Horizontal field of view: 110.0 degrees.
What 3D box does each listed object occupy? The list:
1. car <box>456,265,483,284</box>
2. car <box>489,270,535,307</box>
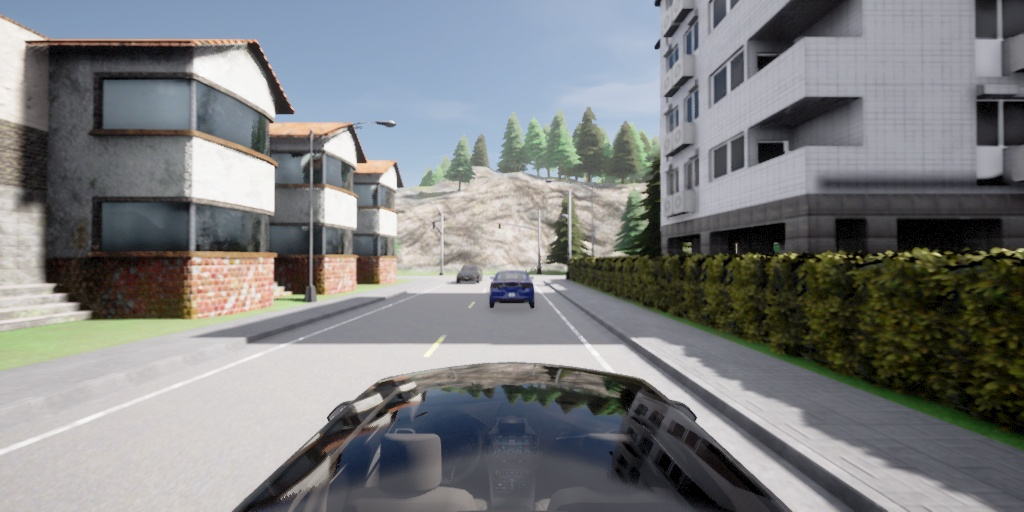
[{"bbox_3d":[-3.518,1.532,30.243,1.837,1.490,4.892,0,-1,0],"label":"car"},{"bbox_3d":[-0.003,1.366,16.330,1.882,1.535,5.008,0,0,0],"label":"car"}]
